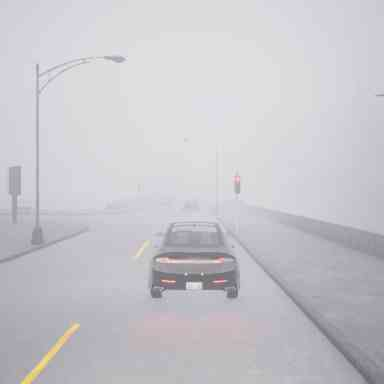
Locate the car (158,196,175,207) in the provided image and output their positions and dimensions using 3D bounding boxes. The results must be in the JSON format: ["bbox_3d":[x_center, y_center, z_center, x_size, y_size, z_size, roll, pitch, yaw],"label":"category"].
[{"bbox_3d":[-4.118,1.547,50.860,2.033,1.411,5.357,0,0,0],"label":"car"}]

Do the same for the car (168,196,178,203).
[{"bbox_3d":[-4.029,1.552,70.343,1.994,1.385,4.181,0,0,0],"label":"car"}]

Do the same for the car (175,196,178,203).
[{"bbox_3d":[-4.094,1.601,60.526,1.895,1.301,4.718,0,0,0],"label":"car"}]

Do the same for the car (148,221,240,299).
[{"bbox_3d":[0.059,1.492,8.469,2.128,1.511,4.902,0,0,0],"label":"car"}]

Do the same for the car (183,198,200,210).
[{"bbox_3d":[-0.072,1.525,41.744,1.812,1.442,4.674,0,0,2],"label":"car"}]
